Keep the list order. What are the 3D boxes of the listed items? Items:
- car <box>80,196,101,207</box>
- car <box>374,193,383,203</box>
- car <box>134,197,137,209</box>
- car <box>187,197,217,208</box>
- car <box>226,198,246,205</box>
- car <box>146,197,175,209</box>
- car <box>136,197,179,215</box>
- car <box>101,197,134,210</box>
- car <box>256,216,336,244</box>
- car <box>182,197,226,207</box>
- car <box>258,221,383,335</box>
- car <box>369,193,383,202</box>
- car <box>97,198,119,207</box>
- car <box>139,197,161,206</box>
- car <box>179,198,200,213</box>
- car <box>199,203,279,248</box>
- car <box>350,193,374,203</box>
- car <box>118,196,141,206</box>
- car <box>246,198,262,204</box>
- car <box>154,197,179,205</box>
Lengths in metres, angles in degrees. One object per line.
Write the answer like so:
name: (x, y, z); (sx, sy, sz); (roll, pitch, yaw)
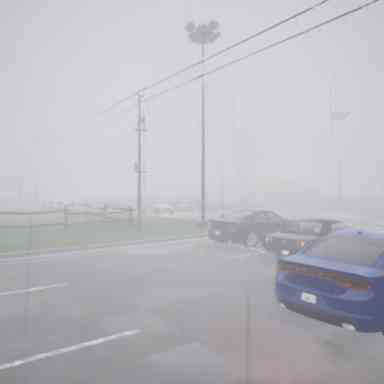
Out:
car: (-15.420, 1.373, 50.668); (2.097, 1.767, 4.553); (0, 0, -36)
car: (42.112, 1.316, 70.743); (2.150, 2.045, 5.566); (0, 0, -4)
car: (-7.699, 1.530, 46.007); (1.837, 1.490, 4.892); (0, 0, -36)
car: (1.499, 1.529, 51.247); (2.128, 1.511, 4.902); (0, 0, -36)
car: (4.113, 1.559, 41.707); (1.812, 1.442, 4.674); (0, 0, -36)
car: (-4.612, 1.534, 47.718); (1.837, 1.490, 4.892); (0, 0, -36)
car: (-3.633, 1.547, 34.495); (1.812, 1.442, 4.674); (0, 0, -36)
car: (-9.523, 1.585, 42.562); (1.994, 1.385, 4.181); (0, 0, -36)
car: (4.658, 1.614, 11.837); (4.718, 1.301, 1.895); (0, 0, -39)
car: (1.342, 1.521, 39.549); (2.128, 1.511, 4.902); (0, 0, -36)
car: (3.765, 1.486, 6.664); (5.008, 1.535, 1.882); (0, 0, -38)
car: (44.708, 1.324, 78.482); (2.150, 2.045, 5.566); (0, 0, -14)
car: (-13.754, 1.626, 54.371); (1.895, 1.301, 4.718); (0, 0, -36)
car: (-7.209, 1.598, 57.323); (1.994, 1.385, 4.181); (0, 0, -36)
car: (-1.606, 1.626, 37.649); (1.895, 1.301, 4.718); (0, 0, -36)
car: (2.934, 1.491, 14.955); (5.008, 1.535, 1.882); (0, 0, -39)
car: (38.369, 1.315, 73.867); (2.150, 2.045, 5.566); (0, 0, -7)
car: (-10.599, 1.507, 55.997); (1.882, 1.535, 5.008); (0, 0, -36)
car: (7.381, 1.543, 43.155); (1.837, 1.490, 4.892); (0, 0, -36)
car: (-4.664, 1.586, 59.809); (2.033, 1.411, 5.357); (0, 0, -36)
